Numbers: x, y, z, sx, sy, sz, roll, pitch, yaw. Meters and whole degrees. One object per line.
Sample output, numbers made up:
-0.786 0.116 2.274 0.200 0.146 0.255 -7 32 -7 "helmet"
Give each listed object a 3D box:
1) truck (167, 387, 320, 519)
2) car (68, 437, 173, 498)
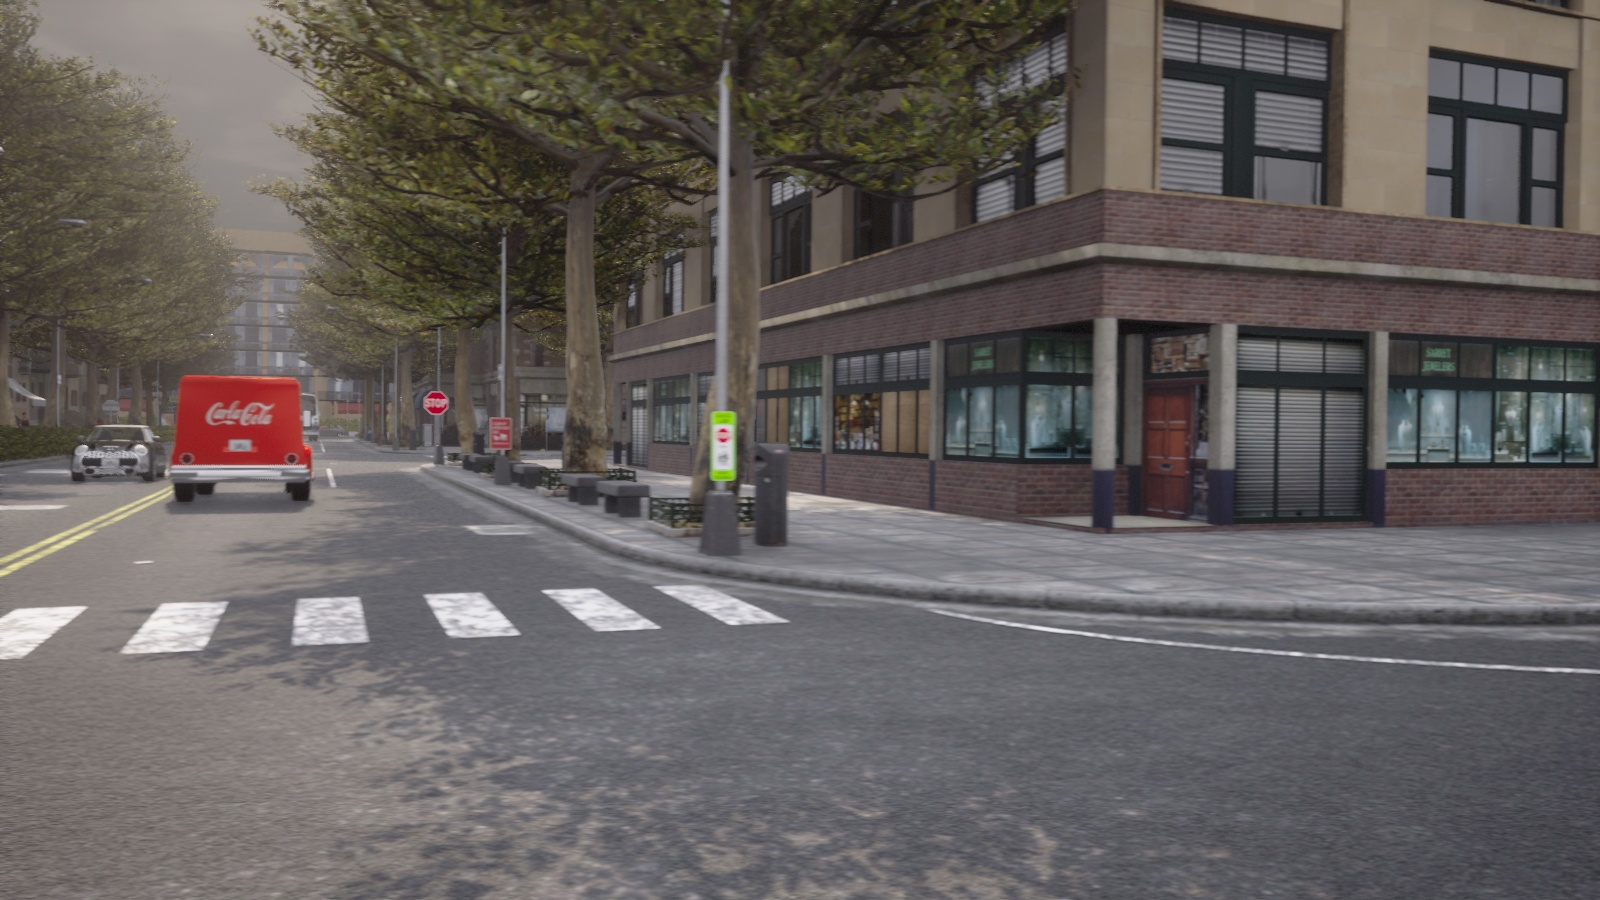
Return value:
-11.506 0.006 26.330 2.627 2.467 5.204 -1 1 -21 "truck"
-17.959 0.415 33.345 1.970 1.475 3.806 -1 1 -21 "car"
